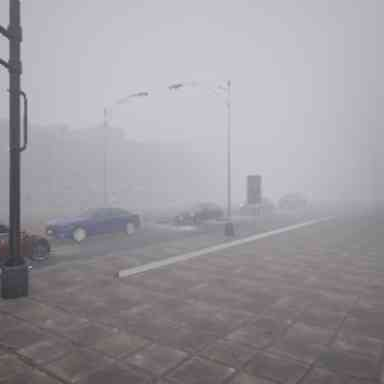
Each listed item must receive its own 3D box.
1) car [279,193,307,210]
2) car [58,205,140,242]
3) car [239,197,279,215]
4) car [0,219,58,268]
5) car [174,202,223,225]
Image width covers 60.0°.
[{"bbox_3d":[12.473,1.107,40.994,2.150,2.045,5.566,0,0,35],"label":"car"},{"bbox_3d":[-4.783,1.470,16.610,1.882,1.535,5.008,0,0,35],"label":"car"},{"bbox_3d":[6.353,1.274,32.376,2.097,1.767,4.553,0,0,35],"label":"car"},{"bbox_3d":[-5.913,1.544,9.279,1.812,1.442,4.674,-2,0,6],"label":"car"},{"bbox_3d":[0.607,1.484,24.247,1.812,1.442,4.674,0,0,35],"label":"car"}]
